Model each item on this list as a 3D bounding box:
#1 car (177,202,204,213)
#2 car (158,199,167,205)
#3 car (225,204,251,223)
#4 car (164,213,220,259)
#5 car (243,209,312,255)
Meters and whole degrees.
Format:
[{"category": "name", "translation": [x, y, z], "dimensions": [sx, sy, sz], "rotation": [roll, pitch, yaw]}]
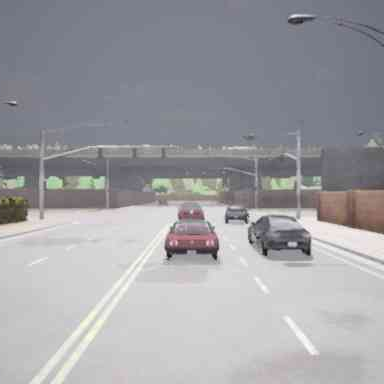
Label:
[{"category": "car", "translation": [-0.210, 1.649, 28.389], "dimensions": [2.097, 1.767, 4.553], "rotation": [0, 0, -5]}, {"category": "car", "translation": [-7.043, 2.379, 80.030], "dimensions": [2.128, 1.511, 4.902], "rotation": [0, -1, 0]}, {"category": "car", "translation": [3.930, 1.789, 28.392], "dimensions": [2.128, 1.511, 4.902], "rotation": [0, 0, 11]}, {"category": "car", "translation": [0.013, 1.744, 13.235], "dimensions": [1.895, 1.301, 4.718], "rotation": [0, -1, 0]}, {"category": "car", "translation": [3.517, 1.675, 13.882], "dimensions": [1.812, 1.442, 4.674], "rotation": [0, 0, 0]}]
